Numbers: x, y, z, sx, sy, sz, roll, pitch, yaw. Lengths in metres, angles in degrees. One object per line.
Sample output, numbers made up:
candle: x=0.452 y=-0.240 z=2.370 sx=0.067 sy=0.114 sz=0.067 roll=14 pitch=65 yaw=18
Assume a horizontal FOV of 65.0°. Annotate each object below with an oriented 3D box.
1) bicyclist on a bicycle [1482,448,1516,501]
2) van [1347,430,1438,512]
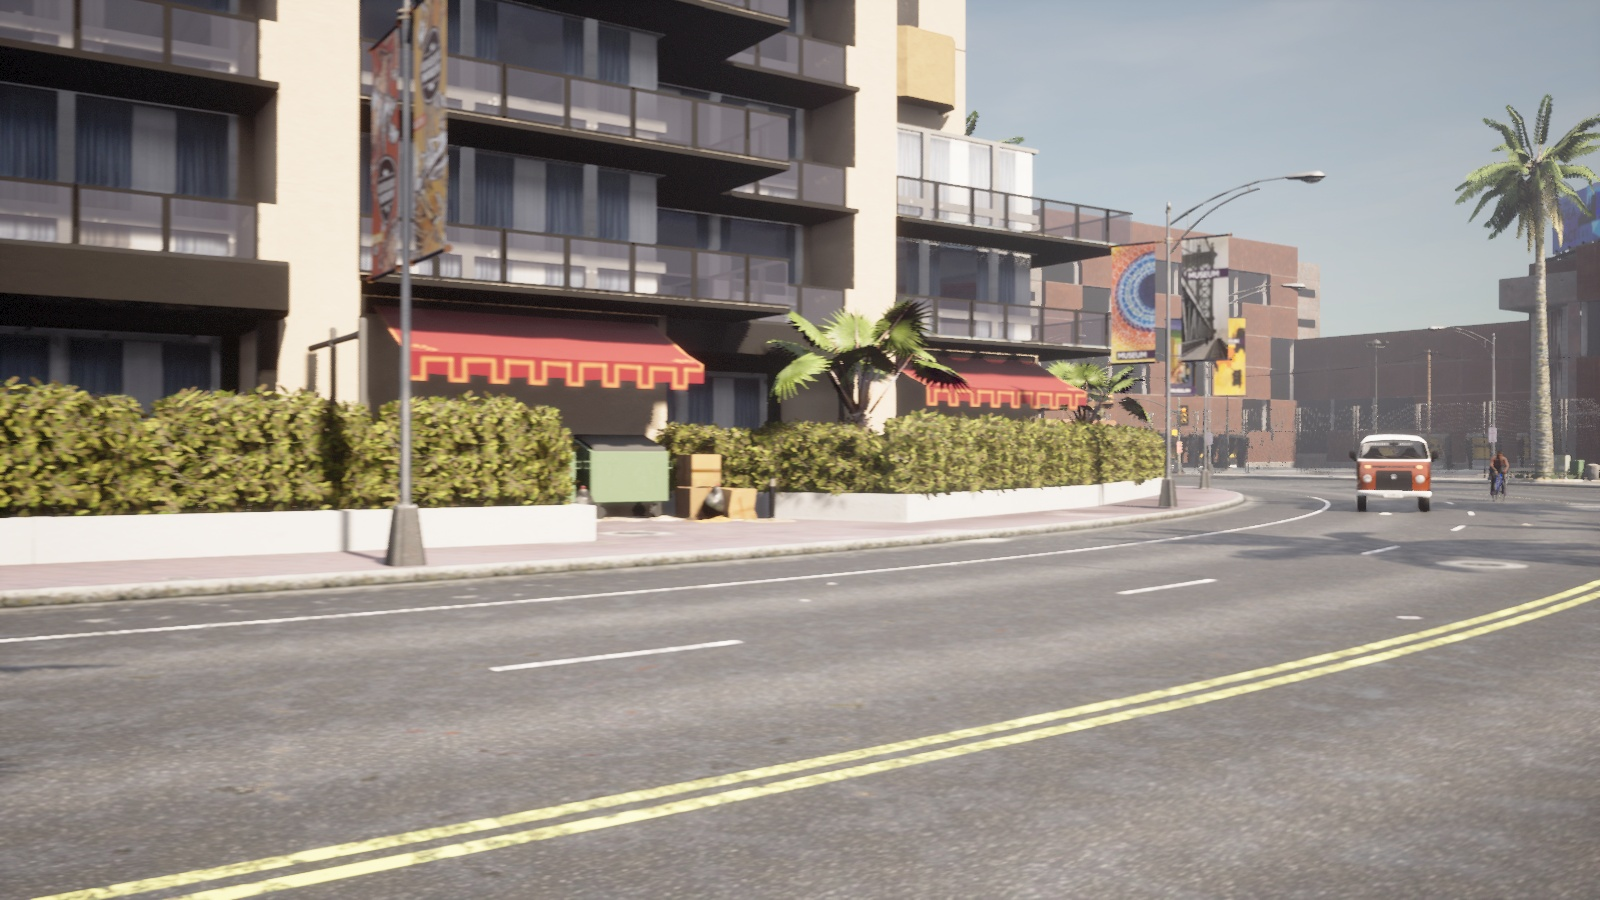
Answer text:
bicyclist on a bicycle: x=21.930 y=0.749 z=39.426 sx=0.582 sy=1.620 sz=1.656 roll=-1 pitch=0 yaw=17
van: x=15.803 y=0.518 z=33.549 sx=2.069 sy=2.038 sz=4.480 roll=0 pitch=0 yaw=25
